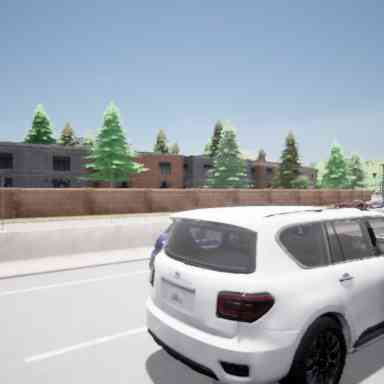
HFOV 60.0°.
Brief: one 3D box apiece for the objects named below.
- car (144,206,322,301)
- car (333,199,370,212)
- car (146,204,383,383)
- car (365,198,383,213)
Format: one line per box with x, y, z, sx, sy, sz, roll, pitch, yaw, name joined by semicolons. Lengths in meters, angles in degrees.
1.225;1.343;8.969;4.553;1.767;2.097;0;0;-35;car
18.618;1.545;38.820;4.718;1.301;1.895;0;0;-36;car
1.998;1.217;5.241;5.566;2.045;2.150;-1;0;-36;car
21.232;1.436;36.446;4.902;1.511;2.128;0;0;-37;car
